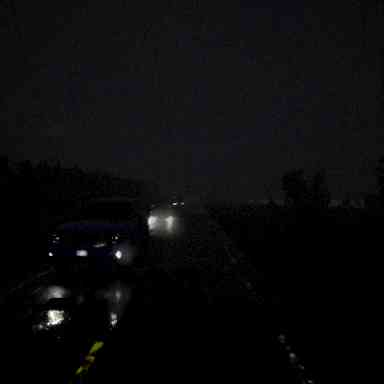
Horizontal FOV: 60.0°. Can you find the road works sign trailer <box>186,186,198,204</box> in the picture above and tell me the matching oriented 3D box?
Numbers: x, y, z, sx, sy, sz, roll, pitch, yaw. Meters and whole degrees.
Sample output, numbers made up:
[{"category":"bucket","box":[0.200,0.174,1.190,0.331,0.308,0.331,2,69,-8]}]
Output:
[{"category":"road works sign trailer","box":[-0.022,0.540,64.613,2.380,3.560,2.880,0,0,0]}]

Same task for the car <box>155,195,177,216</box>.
[{"category":"car","box":[-2.857,1.365,32.369,2.097,1.767,4.553,0,0,0]}]

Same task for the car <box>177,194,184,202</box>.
[{"category":"car","box":[-2.775,1.318,73.202,2.097,1.767,4.553,0,0,0]}]

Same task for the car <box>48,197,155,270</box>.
[{"category":"car","box":[-2.801,1.218,11.392,2.150,2.045,5.566,0,0,1]}]
